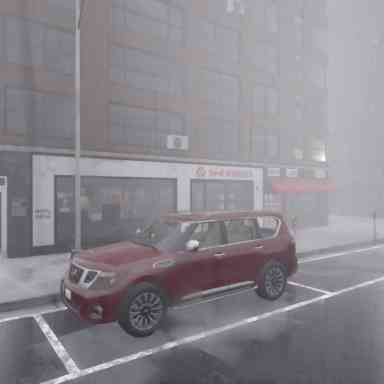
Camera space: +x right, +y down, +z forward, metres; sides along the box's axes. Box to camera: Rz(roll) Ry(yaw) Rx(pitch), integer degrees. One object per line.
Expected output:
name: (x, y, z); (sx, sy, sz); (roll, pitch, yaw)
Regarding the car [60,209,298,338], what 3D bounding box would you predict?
car: (0.055, 1.315, 6.806); (5.009, 1.841, 2.192); (0, 0, -36)
